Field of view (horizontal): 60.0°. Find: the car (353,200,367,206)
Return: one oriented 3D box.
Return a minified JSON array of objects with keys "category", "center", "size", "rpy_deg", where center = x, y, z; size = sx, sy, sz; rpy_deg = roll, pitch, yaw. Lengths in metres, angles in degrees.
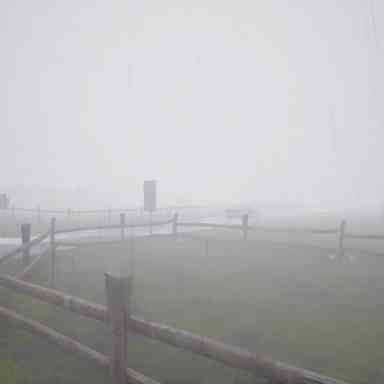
[{"category":"car","center":[42.565,2.790,84.964],"size":[2.128,1.511,4.902],"rpy_deg":[-1,-1,35]}]

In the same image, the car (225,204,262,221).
[{"category":"car","center":[4.891,1.858,31.196],"size":[1.882,1.535,5.008],"rpy_deg":[-1,-1,35]}]
